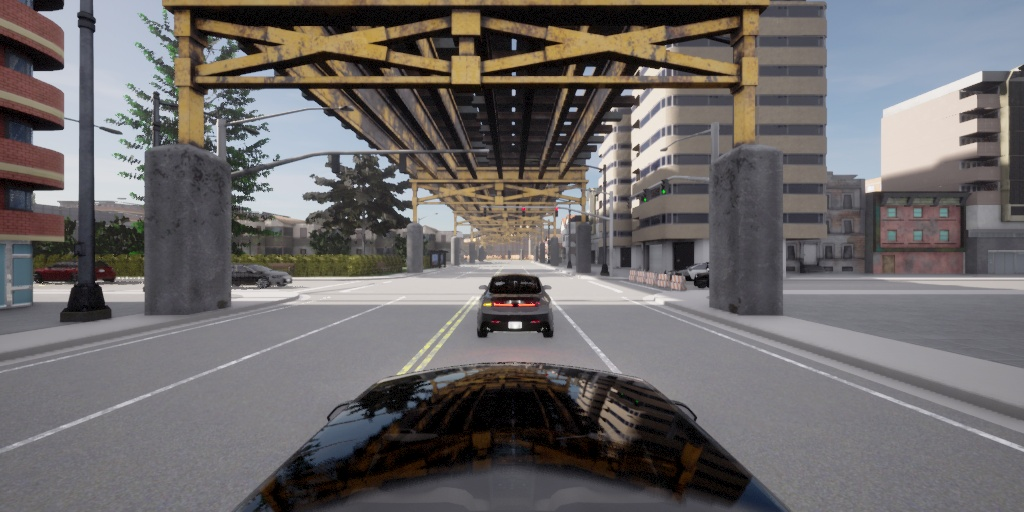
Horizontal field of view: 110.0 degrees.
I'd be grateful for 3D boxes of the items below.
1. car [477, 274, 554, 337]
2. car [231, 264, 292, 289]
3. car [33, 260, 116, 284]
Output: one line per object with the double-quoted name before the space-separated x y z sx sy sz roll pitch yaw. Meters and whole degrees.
"car" 0.089 1.255 10.211 1.837 1.490 4.892 0 0 0
"car" -16.360 1.242 22.305 4.902 1.511 2.128 0 0 0
"car" -31.958 1.102 26.096 4.553 1.767 2.097 0 0 0
